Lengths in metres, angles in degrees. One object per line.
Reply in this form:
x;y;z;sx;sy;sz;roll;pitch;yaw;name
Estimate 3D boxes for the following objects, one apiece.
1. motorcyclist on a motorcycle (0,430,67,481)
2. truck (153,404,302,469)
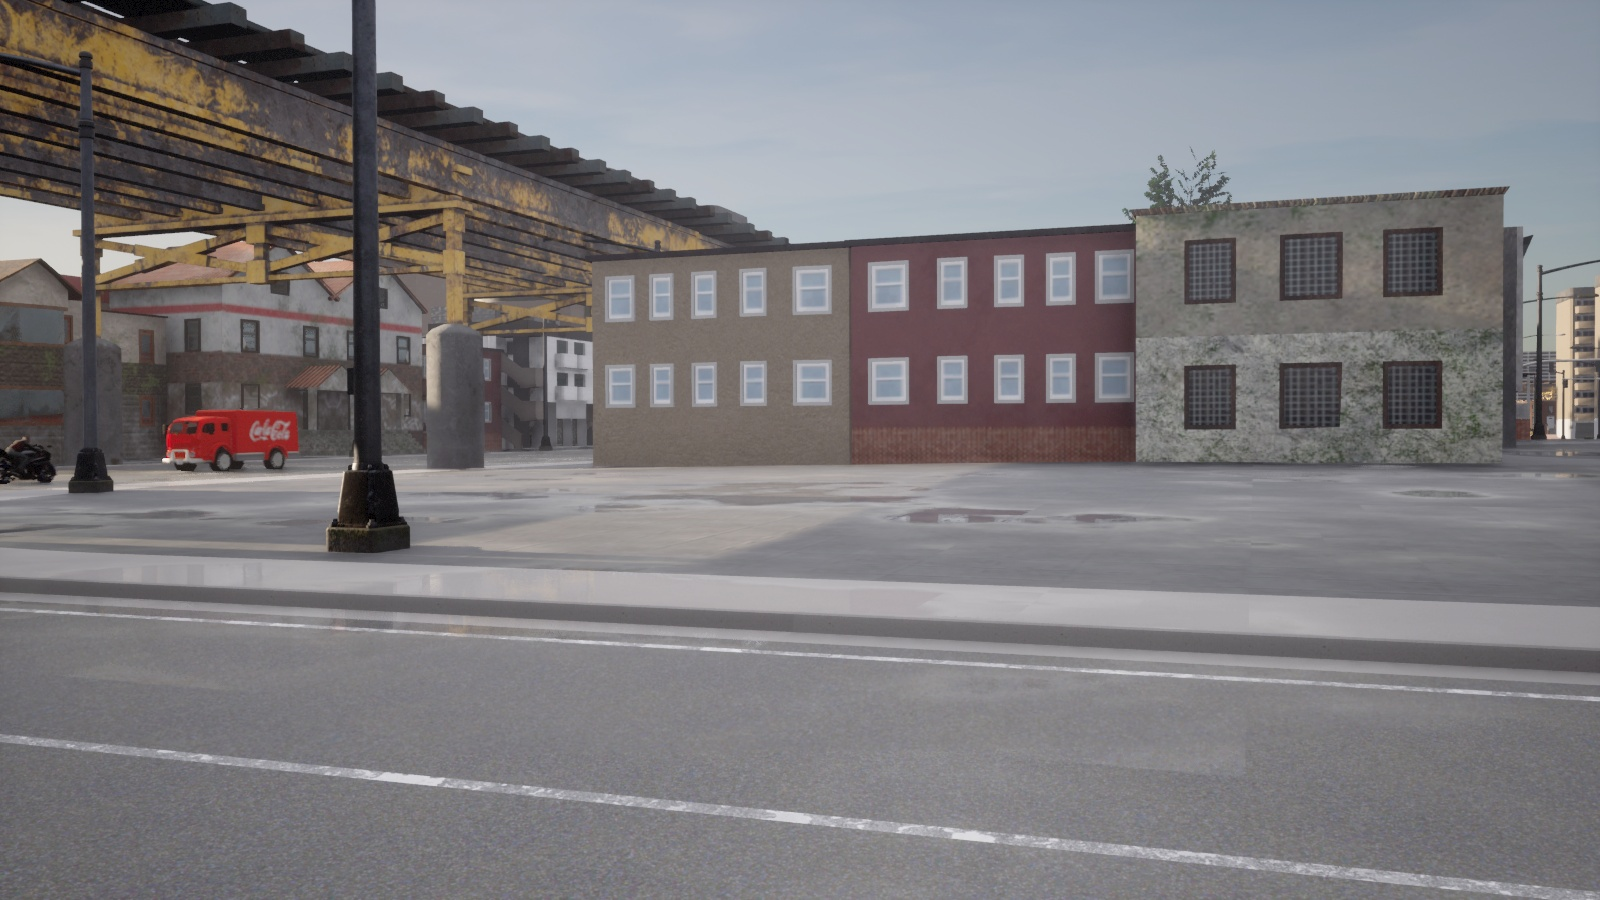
-23.846;0.153;38.648;0.866;1.530;2.191;1;1;17;motorcyclist on a motorcycle
-23.120;-0.563;50.988;2.627;2.467;5.204;1;1;20;truck
